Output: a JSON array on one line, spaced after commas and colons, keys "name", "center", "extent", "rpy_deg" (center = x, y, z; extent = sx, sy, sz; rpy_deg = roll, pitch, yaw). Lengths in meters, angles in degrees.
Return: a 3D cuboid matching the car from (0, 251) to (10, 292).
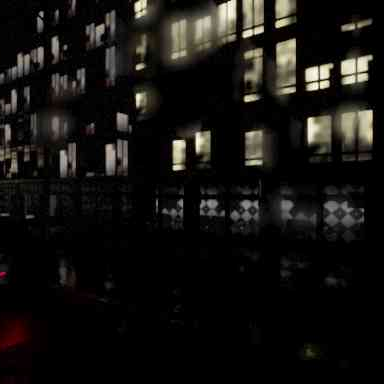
[{"name": "car", "center": [-5.852, 1.504, 7.431], "extent": [4.674, 1.442, 1.812], "rpy_deg": [0, 0, 36]}]
